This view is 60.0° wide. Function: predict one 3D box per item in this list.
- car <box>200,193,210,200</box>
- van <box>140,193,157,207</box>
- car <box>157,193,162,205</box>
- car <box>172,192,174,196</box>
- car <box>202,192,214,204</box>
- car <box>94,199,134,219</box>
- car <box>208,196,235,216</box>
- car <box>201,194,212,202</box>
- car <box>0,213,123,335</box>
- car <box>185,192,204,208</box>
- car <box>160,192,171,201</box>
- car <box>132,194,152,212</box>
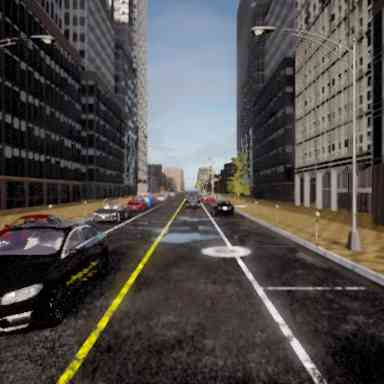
[{"bbox_3d":[2.689,0.972,69.222,1.752,1.417,4.829,0,0,0],"label":"car"},{"bbox_3d":[-5.689,1.022,40.605,1.690,1.788,3.998,0,0,0],"label":"van"},{"bbox_3d":[-5.690,1.217,46.299,1.802,1.307,4.206,0,0,0],"label":"car"},{"bbox_3d":[-5.692,0.965,74.759,1.947,1.339,4.313,0,0,0],"label":"car"},{"bbox_3d":[2.691,1.030,51.976,1.967,1.590,4.097,0,0,0],"label":"car"},{"bbox_3d":[-5.689,1.368,23.530,2.008,1.369,4.403,0,0,0],"label":"car"},{"bbox_3d":[2.692,1.339,29.210,1.947,1.339,4.313,0,0,0],"label":"car"},{"bbox_3d":[2.690,1.077,63.361,1.802,1.307,4.206,0,0,0],"label":"car"},{"bbox_3d":[-3.101,1.437,6.968,2.128,1.511,4.902,0,0,0],"label":"car"},{"bbox_3d":[0.098,1.168,41.217,2.128,1.511,4.902,0,0,0],"label":"car"},{"bbox_3d":[-5.690,0.935,63.373,1.967,1.590,4.097,0,0,0],"label":"car"},{"bbox_3d":[-5.689,1.272,34.914,1.887,1.381,4.507,0,0,0],"label":"car"}]
